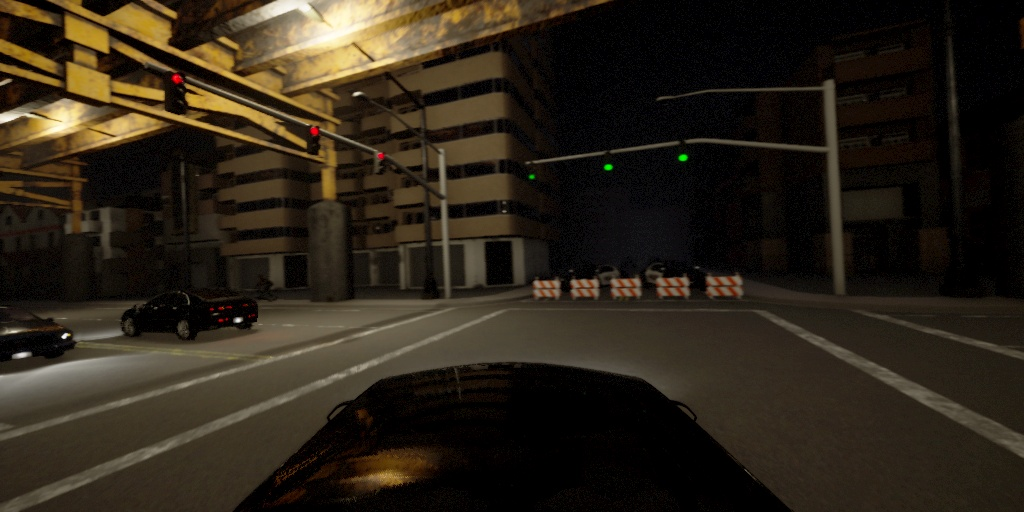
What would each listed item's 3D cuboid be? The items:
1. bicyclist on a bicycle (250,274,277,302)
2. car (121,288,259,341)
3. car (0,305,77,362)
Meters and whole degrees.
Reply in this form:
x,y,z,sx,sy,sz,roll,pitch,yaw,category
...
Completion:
x,y,z,sx,sy,sz,roll,pitch,yaw,category
-14.597,1.900,21.079,0.582,1.620,1.656,-3,-1,20,bicyclist on a bicycle
-10.717,1.838,11.936,4.892,1.490,1.837,-3,-1,21,car
-13.594,1.983,9.048,5.357,1.411,2.033,-3,-1,20,car
